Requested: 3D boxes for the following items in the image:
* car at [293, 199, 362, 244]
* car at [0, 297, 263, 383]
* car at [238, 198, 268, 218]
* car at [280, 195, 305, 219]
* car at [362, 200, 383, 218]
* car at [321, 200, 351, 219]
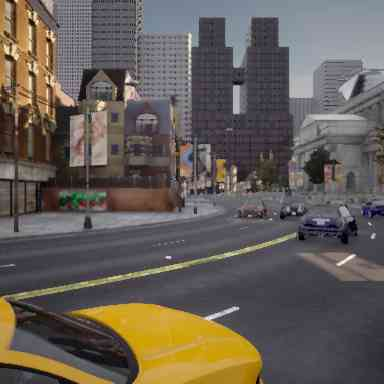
[{"bbox_3d":[6.747,1.358,16.226,2.097,1.767,4.553,0,0,33],"label":"car"},{"bbox_3d":[-1.651,1.475,2.101,5.008,1.535,1.882,0,0,-36],"label":"car"},{"bbox_3d":[5.494,1.384,29.570,2.097,1.767,4.553,0,0,19],"label":"car"},{"bbox_3d":[8.786,1.309,28.380,2.150,2.045,5.566,0,0,19],"label":"car"},{"bbox_3d":[16.439,1.472,29.474,1.882,1.535,5.008,0,0,15],"label":"car"},{"bbox_3d":[13.061,1.500,30.390,1.837,1.490,4.892,0,0,15],"label":"car"}]
